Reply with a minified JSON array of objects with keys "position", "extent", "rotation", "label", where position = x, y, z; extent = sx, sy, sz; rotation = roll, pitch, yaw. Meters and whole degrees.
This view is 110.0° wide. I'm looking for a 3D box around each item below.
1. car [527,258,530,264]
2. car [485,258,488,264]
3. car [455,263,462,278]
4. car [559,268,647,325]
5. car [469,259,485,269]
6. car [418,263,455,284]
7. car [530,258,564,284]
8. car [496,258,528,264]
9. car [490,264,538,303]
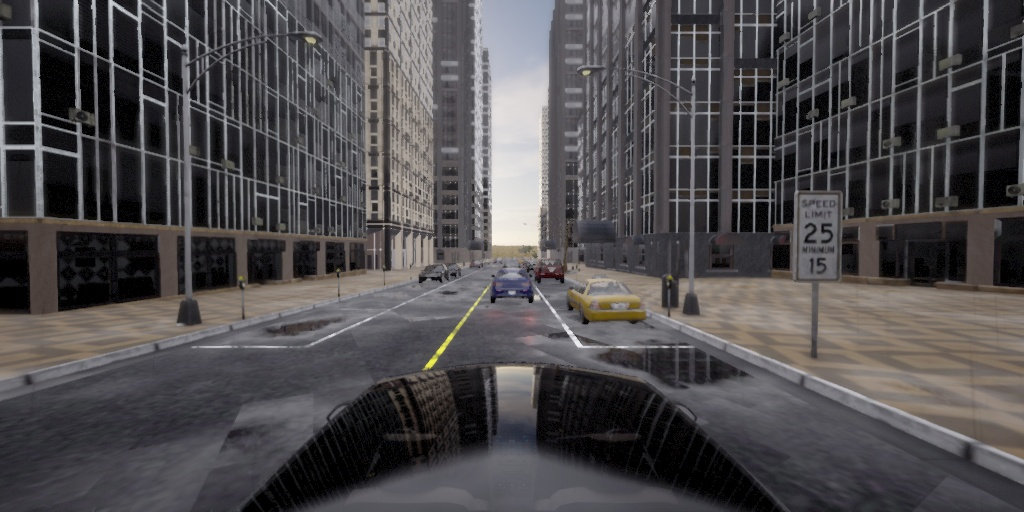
[{"position":[2.692,1.280,44.233],"extent":[1.948,1.339,4.313],"rotation":[0,0,0],"label":"car"},{"position":[-5.656,1.259,61.316],"extent":[1.948,1.339,4.313],"rotation":[0,0,0],"label":"car"},{"position":[-5.657,1.291,32.948],"extent":[1.948,1.339,4.313],"rotation":[0,0,0],"label":"car"},{"position":[2.822,1.269,11.642],"extent":[1.751,1.417,4.829],"rotation":[0,0,0],"label":"car"},{"position":[-5.656,1.283,55.643],"extent":[1.802,1.307,4.207],"rotation":[0,0,0],"label":"car"},{"position":[-5.826,1.297,27.273],"extent":[1.948,1.339,4.313],"rotation":[0,0,0],"label":"car"},{"position":[2.732,1.047,26.724],"extent":[2.192,1.841,5.009],"rotation":[0,0,0],"label":"car"},{"position":[0.001,1.223,31.441],"extent":[2.128,1.511,4.902],"rotation":[0,0,0],"label":"car"},{"position":[0.001,1.274,16.439],"extent":[1.812,1.442,4.674],"rotation":[0,0,0],"label":"car"}]
